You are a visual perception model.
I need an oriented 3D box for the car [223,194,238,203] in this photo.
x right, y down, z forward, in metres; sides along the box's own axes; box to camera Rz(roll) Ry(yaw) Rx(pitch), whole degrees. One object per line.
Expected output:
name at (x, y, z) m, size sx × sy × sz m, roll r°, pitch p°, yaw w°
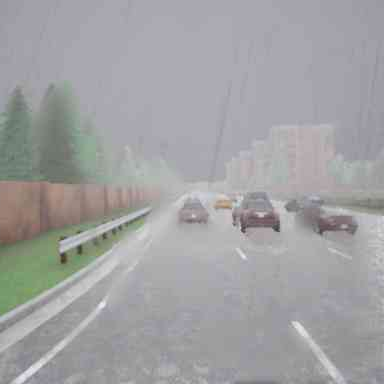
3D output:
car at (7.058, 1.154, 60.927) m, size 2.128 × 1.511 × 4.902 m, roll 0°, pitch 1°, yaw 0°

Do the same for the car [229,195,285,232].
car at (3.599, 1.243, 19.376) m, size 2.097 × 1.767 × 4.553 m, roll 0°, pitch 0°, yaw 0°

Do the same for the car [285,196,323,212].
car at (10.600, 1.365, 32.705) m, size 2.033 × 1.411 × 5.357 m, roll 0°, pitch 0°, yaw 0°

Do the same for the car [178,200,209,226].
car at (0.100, 1.440, 22.244) m, size 1.994 × 1.385 × 4.181 m, roll 0°, pitch 0°, yaw 0°

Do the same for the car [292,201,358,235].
car at (7.100, 1.426, 17.807) m, size 1.812 × 1.442 × 4.674 m, roll 0°, pitch 0°, yaw 0°

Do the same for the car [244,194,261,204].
car at (10.539, 1.169, 58.008) m, size 2.128 × 1.511 × 4.902 m, roll 0°, pitch 0°, yaw 1°

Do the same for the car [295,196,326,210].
car at (14.099, 1.256, 39.784) m, size 1.882 × 1.535 × 5.008 m, roll 0°, pitch 0°, yaw 0°

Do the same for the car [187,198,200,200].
car at (0.100, 1.346, 39.038) m, size 1.994 × 1.385 × 4.181 m, roll 0°, pitch 0°, yaw 0°

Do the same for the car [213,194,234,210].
car at (3.600, 1.256, 39.783) m, size 1.882 × 1.535 × 5.008 m, roll 0°, pitch 0°, yaw 0°

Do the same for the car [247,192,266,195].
car at (7.100, 1.013, 37.402) m, size 2.150 × 2.045 × 5.566 m, roll 0°, pitch 0°, yaw 0°
